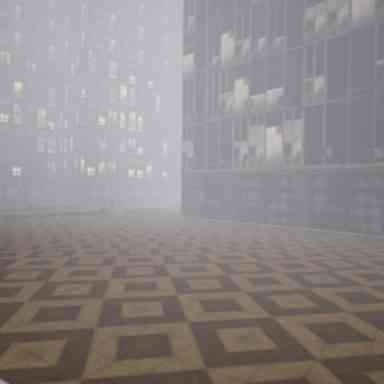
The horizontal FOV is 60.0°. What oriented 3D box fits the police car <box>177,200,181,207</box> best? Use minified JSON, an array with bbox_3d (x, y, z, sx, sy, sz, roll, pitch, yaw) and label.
[{"bbox_3d":[0.127,1.269,45.018,2.038,1.542,4.974,1,1,44],"label":"police car"}]
